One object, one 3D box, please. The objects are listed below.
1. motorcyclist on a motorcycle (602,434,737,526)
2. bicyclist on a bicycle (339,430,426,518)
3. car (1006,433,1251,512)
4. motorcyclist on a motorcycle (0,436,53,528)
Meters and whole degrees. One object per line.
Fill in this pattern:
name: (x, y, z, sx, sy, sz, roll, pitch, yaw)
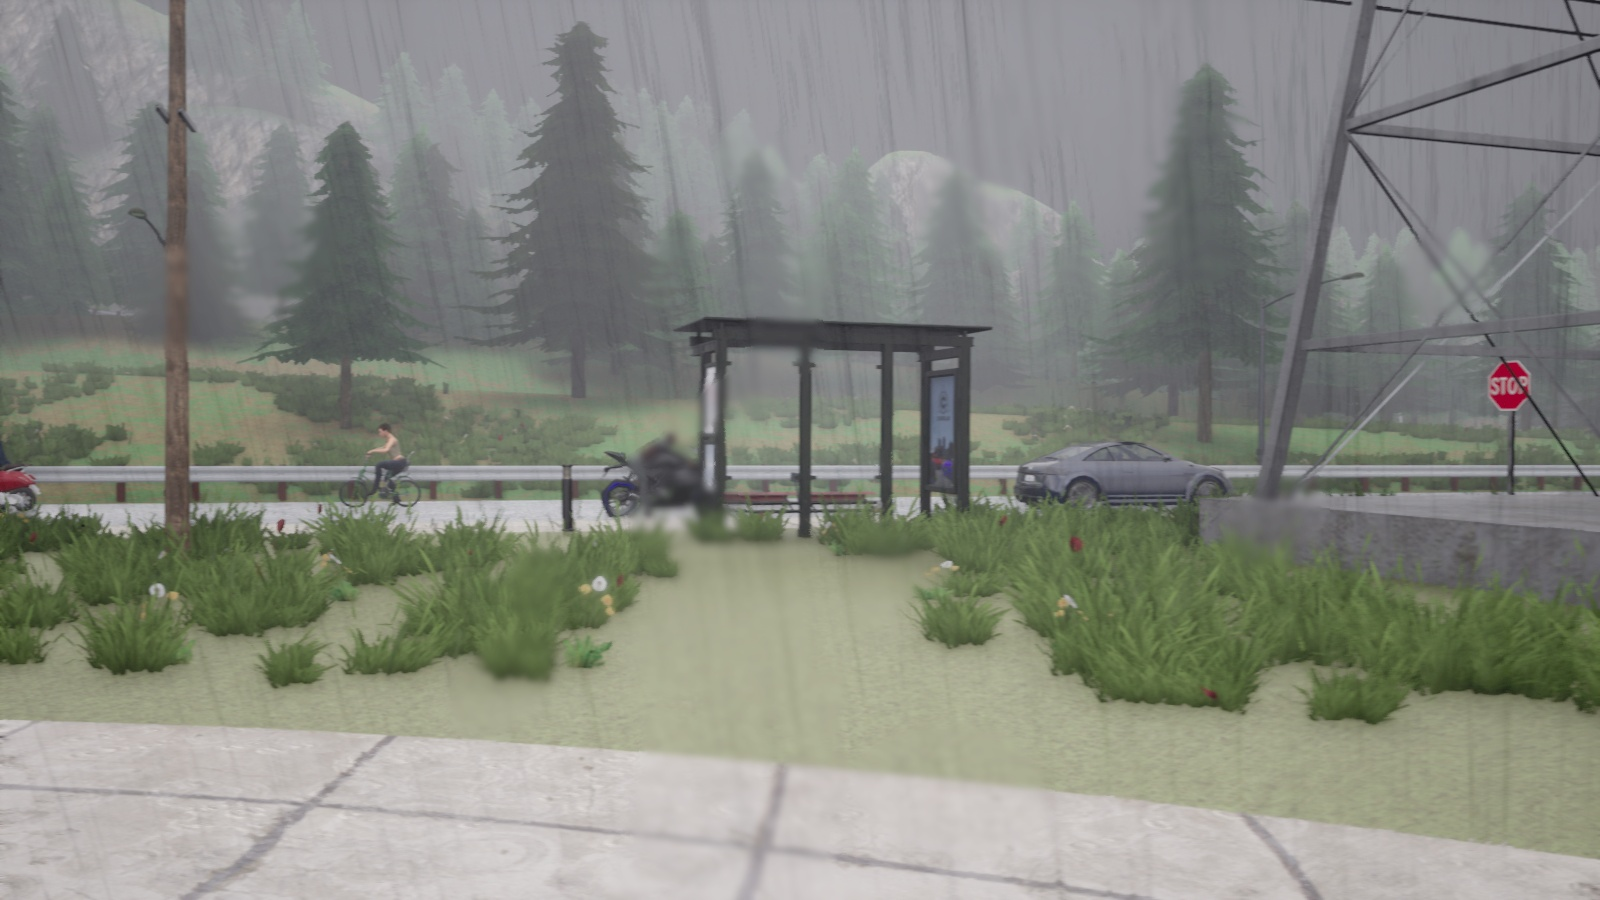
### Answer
motorcyclist on a motorcycle: (-2.284, 0.499, 21.903, 2.191, 1.530, 0.866, -1, 1, -16)
bicyclist on a bicycle: (-7.916, 0.439, 23.883, 1.509, 1.612, 0.866, -1, 1, -16)
car: (6.363, 0.395, 24.459, 4.181, 1.385, 1.994, -1, 1, -16)
motorcyclist on a motorcycle: (-14.259, 0.553, 22.013, 1.817, 1.590, 0.866, -1, 1, -16)
